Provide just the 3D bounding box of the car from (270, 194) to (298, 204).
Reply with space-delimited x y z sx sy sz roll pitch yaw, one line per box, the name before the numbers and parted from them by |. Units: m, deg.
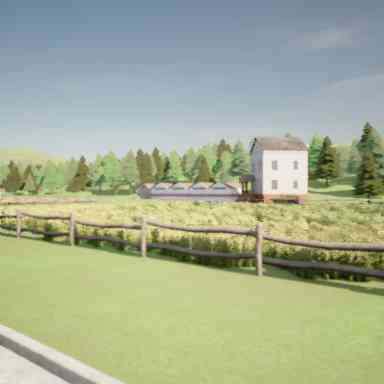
car | 15.292 1.186 55.147 4.605 1.855 1.932 0 0 35
